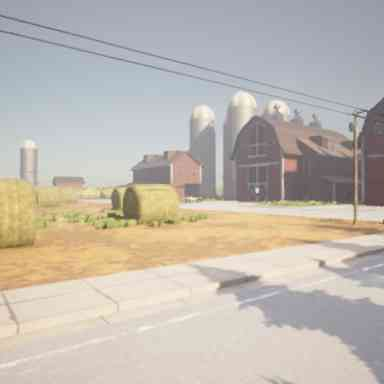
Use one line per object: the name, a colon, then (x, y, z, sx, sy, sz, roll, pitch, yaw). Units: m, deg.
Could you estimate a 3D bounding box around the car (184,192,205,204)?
car: (0.483, 1.036, 60.812, 3.866, 1.878, 1.905, -2, 5, 11)
